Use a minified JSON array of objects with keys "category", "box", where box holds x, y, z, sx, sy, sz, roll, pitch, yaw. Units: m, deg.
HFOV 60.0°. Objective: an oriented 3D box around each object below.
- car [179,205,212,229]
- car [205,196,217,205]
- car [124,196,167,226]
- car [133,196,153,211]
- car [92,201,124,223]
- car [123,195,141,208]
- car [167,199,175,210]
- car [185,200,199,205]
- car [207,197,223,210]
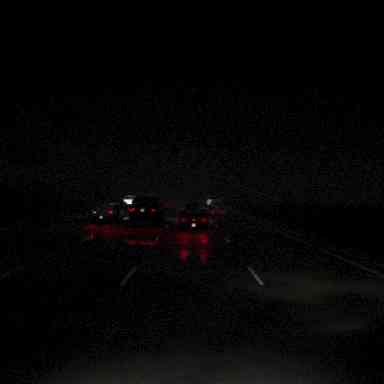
[{"category":"car","box":[0.105,1.760,22.527,1.895,1.301,4.718,0,0,0]},{"category":"car","box":[3.510,1.638,58.153,2.150,2.045,5.566,0,0,0]},{"category":"car","box":[-3.394,1.399,25.476,2.150,2.045,5.566,0,-1,0]},{"category":"car","box":[-6.990,1.560,47.882,2.150,2.045,5.566,0,0,0]},{"category":"car","box":[-6.895,1.720,27.521,1.812,1.442,4.674,0,-1,0]},{"category":"car","box":[-10.490,1.642,58.155,2.150,2.045,5.566,0,0,0]},{"category":"car","box":[-3.489,1.816,47.969,1.882,1.535,5.008,0,0,0]},{"category":"car","box":[0.009,1.866,48.299,1.812,1.442,4.674,0,0,0]},{"category":"car","box":[3.509,1.866,48.257,1.812,1.442,4.674,0,0,0]}]
